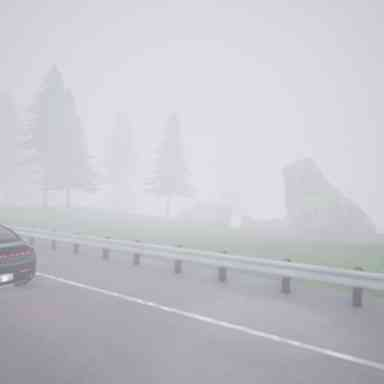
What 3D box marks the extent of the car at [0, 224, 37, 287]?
[{"bbox_3d":[-5.702,1.460,8.070,4.892,1.490,1.837,0,0,36],"label":"car"}]
